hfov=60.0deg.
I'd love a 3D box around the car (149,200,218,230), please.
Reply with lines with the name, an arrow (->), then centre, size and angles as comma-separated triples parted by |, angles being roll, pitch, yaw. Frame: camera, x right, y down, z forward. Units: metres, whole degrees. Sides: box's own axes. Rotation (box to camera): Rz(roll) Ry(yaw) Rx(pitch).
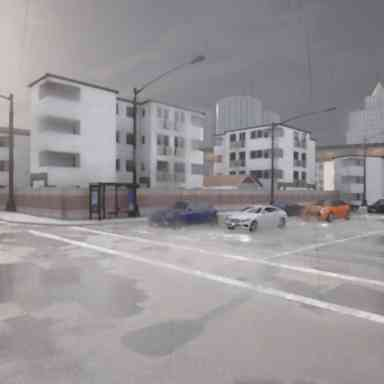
car -> -0.465, 1.318, 20.694 | 4.553, 1.767, 2.097 | 0, 0, -43

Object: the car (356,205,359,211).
car -> 15.872, 1.629, 35.470 | 4.718, 1.301, 1.895 | 0, 0, -39

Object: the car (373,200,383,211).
car -> 24.979, 1.664, 41.272 | 4.718, 1.301, 1.895 | 0, 0, -22

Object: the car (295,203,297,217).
car -> 7.711, 1.545, 28.259 | 5.357, 1.411, 2.033 | 0, 0, -42

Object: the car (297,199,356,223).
car -> 10.601, 1.362, 26.119 | 4.553, 1.767, 2.097 | 0, 0, -42

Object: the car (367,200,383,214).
car -> 19.881, 1.523, 34.184 | 5.008, 1.535, 1.882 | -1, 1, -37

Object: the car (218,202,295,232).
car -> 3.997, 1.511, 20.081 | 4.674, 1.442, 1.812 | 0, 0, -43
